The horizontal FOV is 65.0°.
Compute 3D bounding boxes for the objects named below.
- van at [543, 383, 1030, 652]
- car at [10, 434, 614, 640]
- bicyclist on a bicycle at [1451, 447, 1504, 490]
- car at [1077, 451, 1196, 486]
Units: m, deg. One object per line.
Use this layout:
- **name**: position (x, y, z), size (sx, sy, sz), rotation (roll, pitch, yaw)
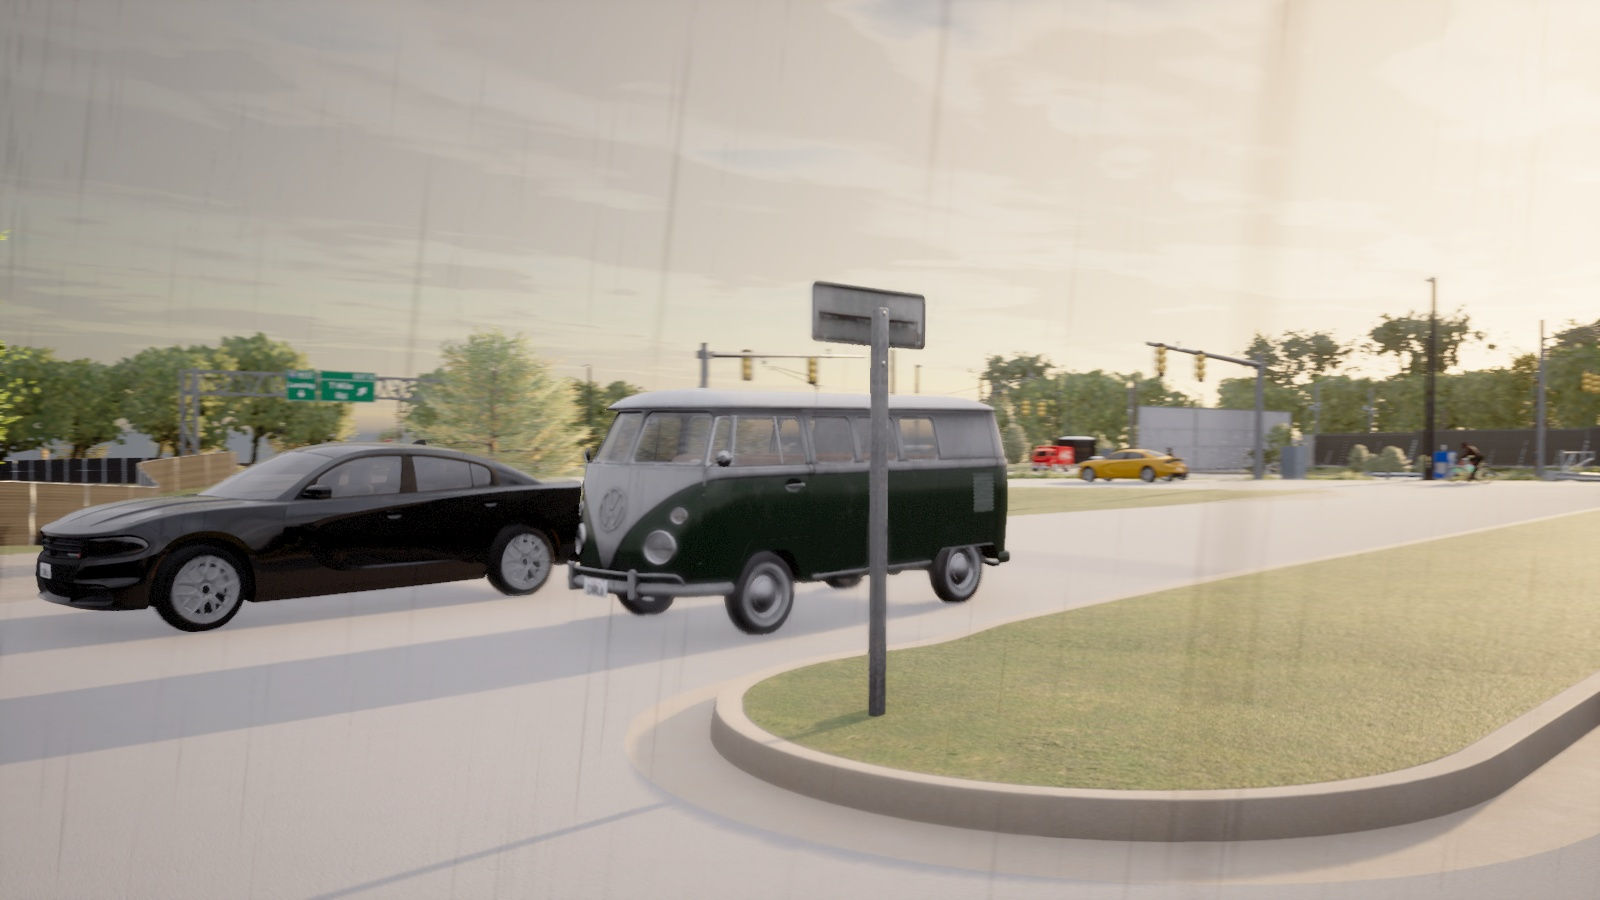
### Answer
- **van**: position (0.054, 0.462, 11.442), size (4.442, 1.987, 1.775), rotation (-1, 2, -45)
- **car**: position (-4.352, 0.639, 11.909), size (1.882, 1.535, 5.008), rotation (1, 1, 44)
- **bicyclist on a bicycle**: position (25.730, 0.706, 47.724), size (1.656, 1.620, 0.582), rotation (-1, -1, 45)
- **car**: position (15.456, 0.845, 57.904), size (5.008, 1.535, 1.882), rotation (-1, 0, 45)
